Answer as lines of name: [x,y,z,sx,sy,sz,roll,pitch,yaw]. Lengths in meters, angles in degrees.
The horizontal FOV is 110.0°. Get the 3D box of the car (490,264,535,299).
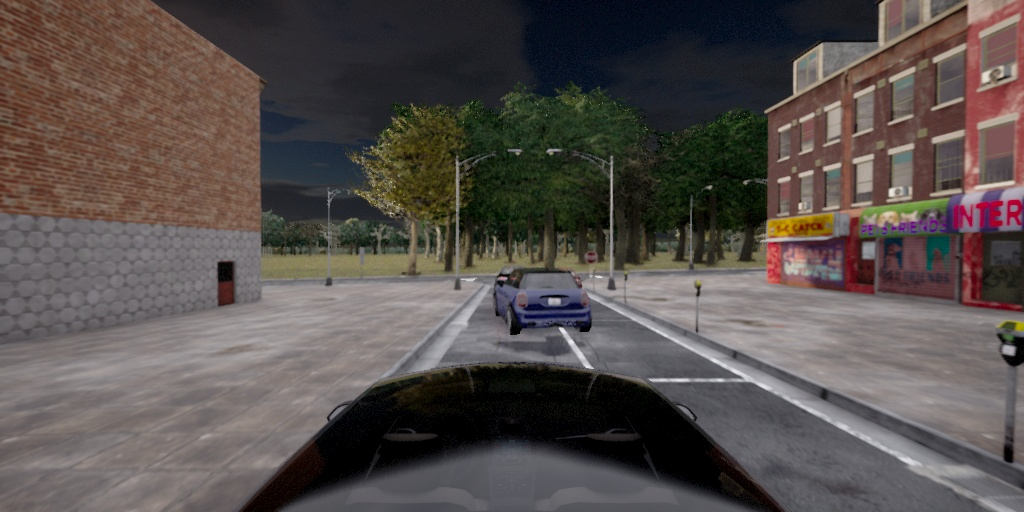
car: [0.125,1.264,19.312,2.128,1.511,4.902,0,0,2]

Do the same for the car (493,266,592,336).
car: [0.678,1.114,10.735,2.097,1.767,4.553,0,0,-10]
